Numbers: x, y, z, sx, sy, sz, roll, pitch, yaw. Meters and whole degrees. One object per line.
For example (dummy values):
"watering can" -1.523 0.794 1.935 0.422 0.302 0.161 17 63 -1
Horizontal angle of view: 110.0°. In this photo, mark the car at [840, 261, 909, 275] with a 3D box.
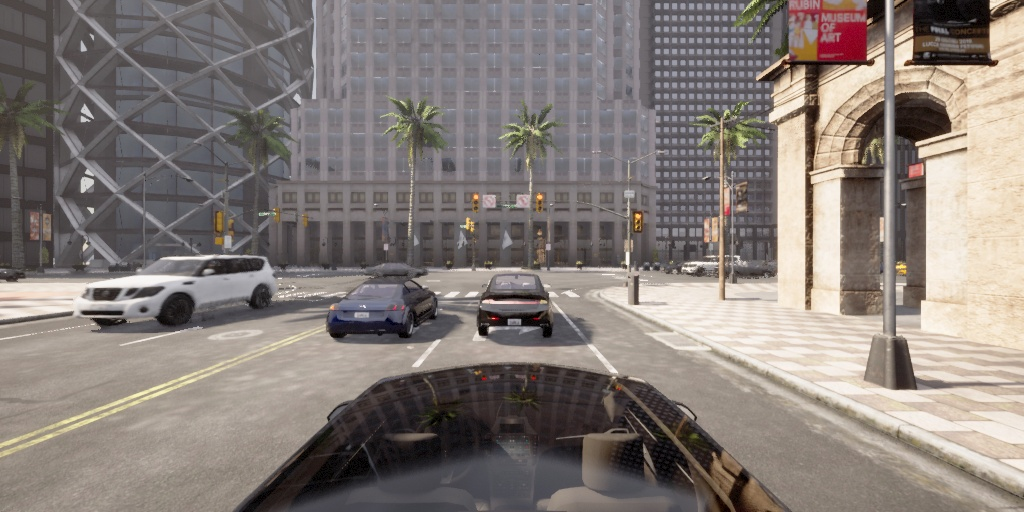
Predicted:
"car" 39.484 1.297 39.156 5.357 1.411 2.033 0 0 1

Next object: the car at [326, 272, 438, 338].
"car" -3.415 1.314 10.183 1.994 1.385 4.181 0 0 0

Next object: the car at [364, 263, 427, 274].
"car" -10.366 1.297 32.149 5.357 1.411 2.033 0 0 0

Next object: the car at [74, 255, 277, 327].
"car" -10.464 0.971 11.957 2.150 2.045 5.566 0 0 2

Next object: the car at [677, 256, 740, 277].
"car" 19.991 0.972 35.747 5.566 2.045 2.150 0 0 0

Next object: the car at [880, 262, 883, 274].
"car" 26.396 1.314 28.522 4.181 1.385 1.994 0 0 0

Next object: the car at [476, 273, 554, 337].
"car" 0.121 1.242 10.313 2.128 1.511 4.902 0 0 2

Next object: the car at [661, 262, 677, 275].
"car" 18.872 1.255 39.250 4.892 1.490 1.837 0 0 0

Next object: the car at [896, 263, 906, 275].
"car" 40.427 1.227 35.655 5.008 1.535 1.882 0 0 0

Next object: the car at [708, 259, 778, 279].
"car" 20.764 1.241 32.044 4.902 1.511 2.128 0 0 0

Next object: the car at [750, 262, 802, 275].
"car" 28.835 1.314 39.207 4.181 1.385 1.994 0 0 0

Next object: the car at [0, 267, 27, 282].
"car" -39.748 1.254 26.488 4.892 1.490 1.837 0 -1 -23
